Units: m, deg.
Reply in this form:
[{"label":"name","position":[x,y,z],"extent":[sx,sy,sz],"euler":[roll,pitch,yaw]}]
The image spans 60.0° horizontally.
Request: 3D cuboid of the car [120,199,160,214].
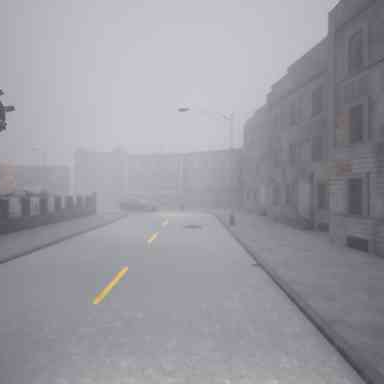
[{"label":"car","position":[-5.796,1.539,36.829],"extent":[5.008,1.535,1.882],"euler":[0,-2,35]}]
